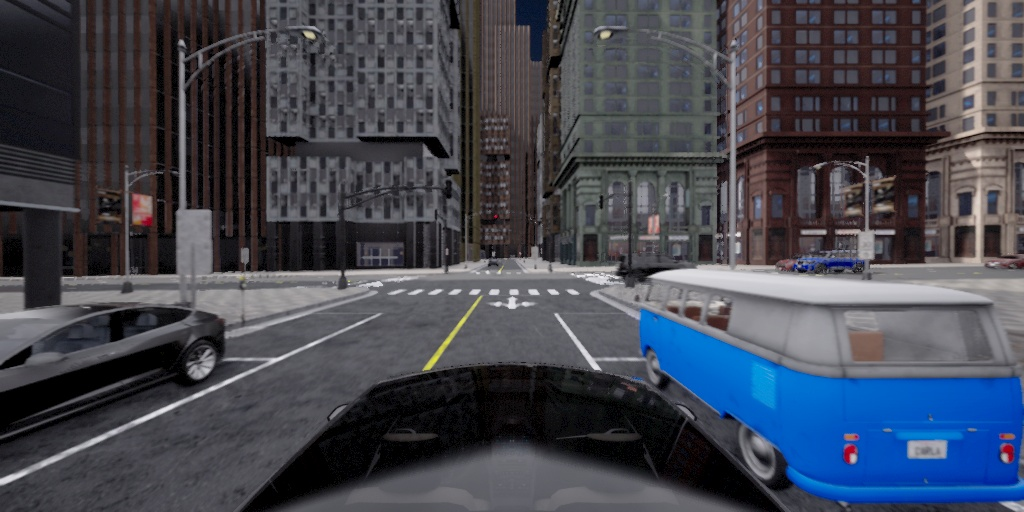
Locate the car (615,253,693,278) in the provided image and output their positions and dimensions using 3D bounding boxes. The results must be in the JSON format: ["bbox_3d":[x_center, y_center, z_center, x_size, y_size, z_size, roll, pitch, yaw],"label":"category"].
[{"bbox_3d":[10.064,0.822,25.115,5.566,2.045,2.150,-1,0,0],"label":"car"}]

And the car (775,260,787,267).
[{"bbox_3d":[28.390,0.642,34.971,4.553,1.767,2.097,-1,0,0],"label":"car"}]

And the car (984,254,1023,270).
[{"bbox_3d":[49.095,0.563,34.899,4.674,1.442,1.812,-1,0,0],"label":"car"}]

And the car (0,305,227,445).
[{"bbox_3d":[-5.668,1.313,4.313,1.948,1.339,4.313,0,0,0],"label":"car"}]

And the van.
[{"bbox_3d":[2.858,1.088,4.314,1.690,1.789,3.998,0,0,0],"label":"van"}]

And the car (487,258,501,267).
[{"bbox_3d":[-3.184,1.177,61.781,2.033,1.411,5.357,0,0,0],"label":"car"}]

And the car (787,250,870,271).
[{"bbox_3d":[28.187,0.534,31.726,5.566,2.045,2.150,-1,0,0],"label":"car"}]
